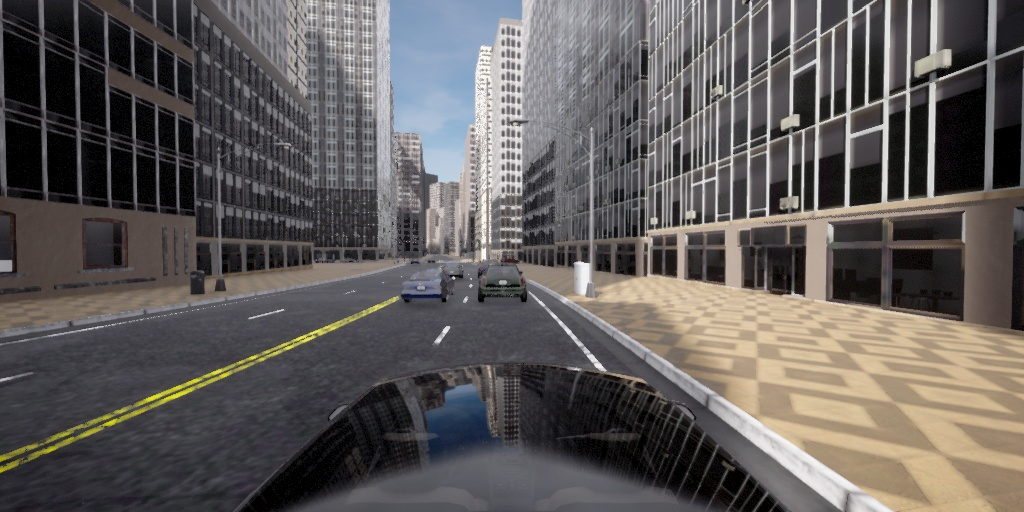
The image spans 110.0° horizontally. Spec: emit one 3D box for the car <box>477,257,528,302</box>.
[{"bbox_3d":[-0.512,1.101,16.854,2.097,1.767,4.553,0,0,-4],"label":"car"}]

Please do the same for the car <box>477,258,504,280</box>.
[{"bbox_3d":[-2.042,1.080,32.100,2.097,1.767,4.553,0,0,-8],"label":"car"}]

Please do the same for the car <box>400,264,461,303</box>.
[{"bbox_3d":[-3.757,1.302,16.667,2.033,1.411,5.357,0,0,-4],"label":"car"}]

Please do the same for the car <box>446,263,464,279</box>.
[{"bbox_3d":[-5.267,1.294,31.699,1.994,1.385,4.181,0,0,-8],"label":"car"}]
